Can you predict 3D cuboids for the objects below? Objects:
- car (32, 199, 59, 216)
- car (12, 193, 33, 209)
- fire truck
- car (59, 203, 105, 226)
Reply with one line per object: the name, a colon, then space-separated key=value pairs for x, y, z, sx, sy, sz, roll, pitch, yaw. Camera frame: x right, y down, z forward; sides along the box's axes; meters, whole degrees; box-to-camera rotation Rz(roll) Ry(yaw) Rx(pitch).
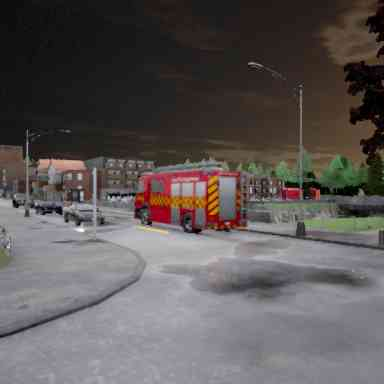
car: x=-14.035 y=1.601 z=32.650 sx=1.895 sy=1.301 sz=4.718 roll=0 pitch=0 yaw=-35
car: x=-23.584 y=1.224 z=46.402 sx=2.150 sy=2.045 sz=5.566 roll=0 pitch=0 yaw=-35
fire truck: x=-0.485 y=0.342 z=20.496 sx=2.891 sy=3.827 sz=8.468 roll=0 pitch=0 yaw=-35
car: x=-7.794 y=1.526 z=23.785 sx=1.812 sy=1.442 sz=4.674 roll=0 pitch=0 yaw=-35
